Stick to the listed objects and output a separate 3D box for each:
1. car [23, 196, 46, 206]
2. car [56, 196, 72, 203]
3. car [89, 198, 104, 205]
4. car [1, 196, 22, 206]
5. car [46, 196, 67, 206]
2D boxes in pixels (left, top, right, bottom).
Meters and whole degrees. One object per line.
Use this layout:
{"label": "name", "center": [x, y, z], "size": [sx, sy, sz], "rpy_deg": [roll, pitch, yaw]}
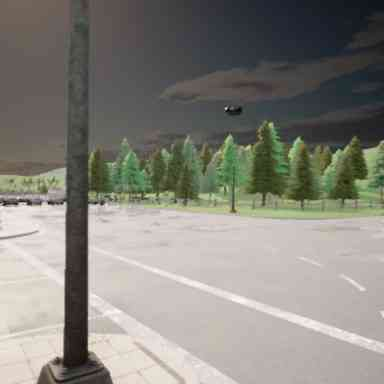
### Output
{"label": "car", "center": [-26.834, 1.603, 56.600], "size": [2.128, 1.511, 4.902], "rpy_deg": [1, 0, -35]}
{"label": "car", "center": [-26.267, 1.512, 68.123], "size": [1.837, 1.490, 4.892], "rpy_deg": [1, 0, -35]}
{"label": "car", "center": [-18.204, 1.809, 62.577], "size": [1.895, 1.301, 4.718], "rpy_deg": [1, 0, -35]}
{"label": "car", "center": [-29.939, 1.585, 55.044], "size": [1.837, 1.490, 4.892], "rpy_deg": [1, 0, -34]}
{"label": "car", "center": [-23.952, 1.636, 58.584], "size": [2.128, 1.511, 4.902], "rpy_deg": [1, 0, -35]}
